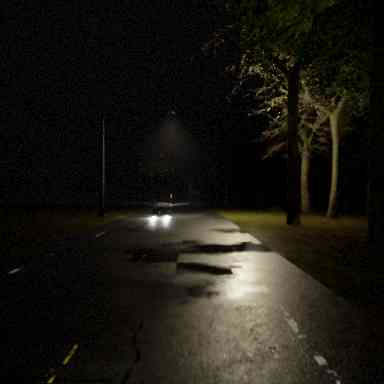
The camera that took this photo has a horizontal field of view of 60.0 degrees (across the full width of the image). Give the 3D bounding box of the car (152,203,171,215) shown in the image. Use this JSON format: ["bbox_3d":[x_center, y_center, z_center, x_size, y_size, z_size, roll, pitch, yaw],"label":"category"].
[{"bbox_3d":[-3.573,1.959,39.025,1.895,1.301,4.718,0,-1,0],"label":"car"}]

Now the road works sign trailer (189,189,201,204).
[{"bbox_3d":[0.679,1.088,83.932,2.380,3.560,2.880,14,-18,-1],"label":"road works sign trailer"}]
